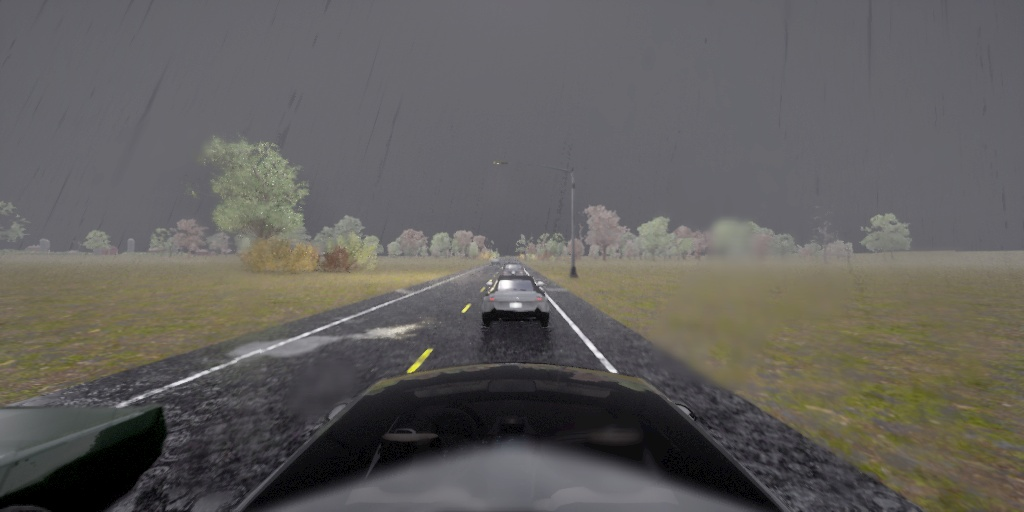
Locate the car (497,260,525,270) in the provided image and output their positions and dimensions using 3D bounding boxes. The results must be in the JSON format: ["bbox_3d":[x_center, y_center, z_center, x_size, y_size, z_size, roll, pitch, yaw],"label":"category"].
[{"bbox_3d":[0.107,1.300,29.596,2.033,1.411,5.357,0,0,0],"label":"car"}]

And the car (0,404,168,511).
[{"bbox_3d":[-3.600,1.351,0.494,1.895,1.301,4.718,0,0,0],"label":"car"}]

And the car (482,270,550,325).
[{"bbox_3d":[0.103,1.315,11.761,1.994,1.385,4.181,0,0,0],"label":"car"}]
